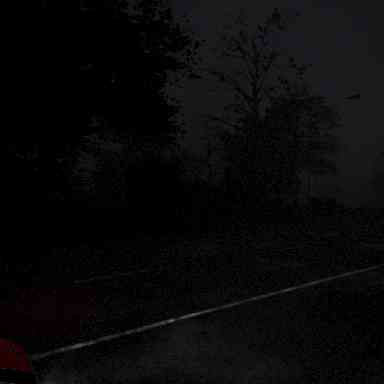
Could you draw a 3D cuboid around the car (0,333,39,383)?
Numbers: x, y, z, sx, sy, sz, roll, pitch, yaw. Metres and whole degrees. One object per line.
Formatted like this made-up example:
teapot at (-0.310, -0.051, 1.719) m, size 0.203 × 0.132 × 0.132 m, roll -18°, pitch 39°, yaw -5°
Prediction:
car at (-3.092, 1.361, 1.502) m, size 4.553 × 1.767 × 2.097 m, roll 0°, pitch 0°, yaw -36°
